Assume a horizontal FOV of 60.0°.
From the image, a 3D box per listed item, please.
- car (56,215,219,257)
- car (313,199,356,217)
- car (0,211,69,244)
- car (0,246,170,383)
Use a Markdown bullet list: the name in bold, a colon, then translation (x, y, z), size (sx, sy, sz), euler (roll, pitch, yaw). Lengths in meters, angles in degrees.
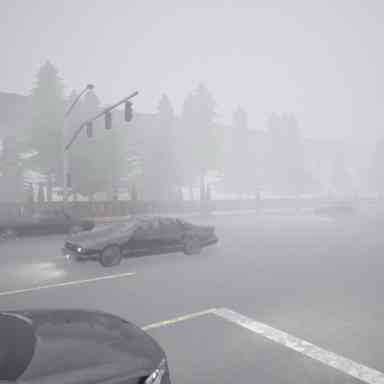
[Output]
- **car**: translation (-1.550, 1.542, 11.501), size (5.357, 1.411, 2.033), euler (0, 0, -36)
- **car**: translation (13.185, 1.457, 30.681), size (4.892, 1.490, 1.837), euler (1, 0, -36)
- **car**: translation (-7.244, 1.601, 16.032), size (4.718, 1.301, 1.895), euler (0, 0, -36)
- **car**: translation (-2.405, 1.491, 2.051), size (4.902, 1.511, 2.128), euler (0, 0, -35)
